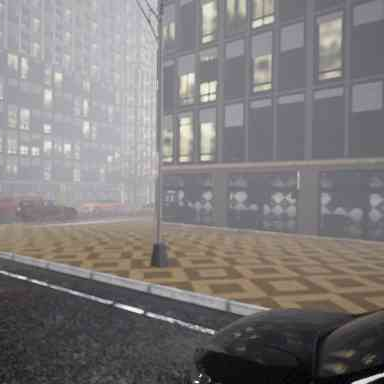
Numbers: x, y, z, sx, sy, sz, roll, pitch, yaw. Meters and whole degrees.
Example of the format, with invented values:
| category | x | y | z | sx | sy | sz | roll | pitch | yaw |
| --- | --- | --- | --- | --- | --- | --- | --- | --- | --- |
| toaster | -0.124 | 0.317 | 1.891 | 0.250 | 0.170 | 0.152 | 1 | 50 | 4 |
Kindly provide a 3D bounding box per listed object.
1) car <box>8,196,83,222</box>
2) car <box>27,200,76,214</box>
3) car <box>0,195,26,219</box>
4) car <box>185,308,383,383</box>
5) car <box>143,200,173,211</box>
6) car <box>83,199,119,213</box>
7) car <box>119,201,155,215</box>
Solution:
| category | x | y | z | sx | sy | sz | roll | pitch | yaw |
| --- | --- | --- | --- | --- | --- | --- | --- | --- | --- |
| car | -12.279 | 1.544 | 28.233 | 2.192 | 1.841 | 5.009 | 0 | 0 | 36 |
| car | -15.767 | 1.675 | 37.612 | 1.752 | 1.417 | 4.829 | 0 | 0 | 36 |
| car | -16.872 | 1.363 | 31.755 | 2.150 | 2.045 | 5.566 | 1 | 0 | 37 |
| car | 2.177 | 1.505 | 2.129 | 4.892 | 1.490 | 1.837 | 0 | 0 | 36 |
| car | -4.860 | 1.881 | 47.950 | 1.994 | 1.385 | 4.181 | 1 | 0 | 38 |
| car | -10.855 | 1.582 | 39.876 | 2.097 | 1.767 | 4.553 | 1 | 0 | 37 |
| car | -5.471 | 1.854 | 37.438 | 1.752 | 1.417 | 4.829 | 0 | 0 | 36 |
